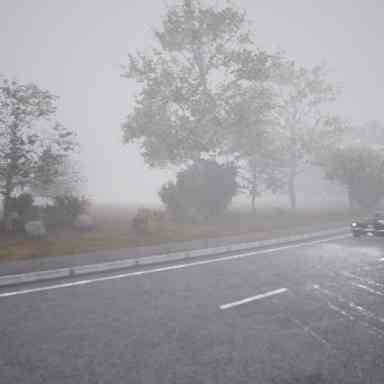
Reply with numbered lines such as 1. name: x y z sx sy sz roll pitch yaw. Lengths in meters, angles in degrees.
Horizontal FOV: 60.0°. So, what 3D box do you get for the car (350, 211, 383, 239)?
1. car: 9.837 1.645 16.882 4.718 1.301 1.895 0 0 -43
